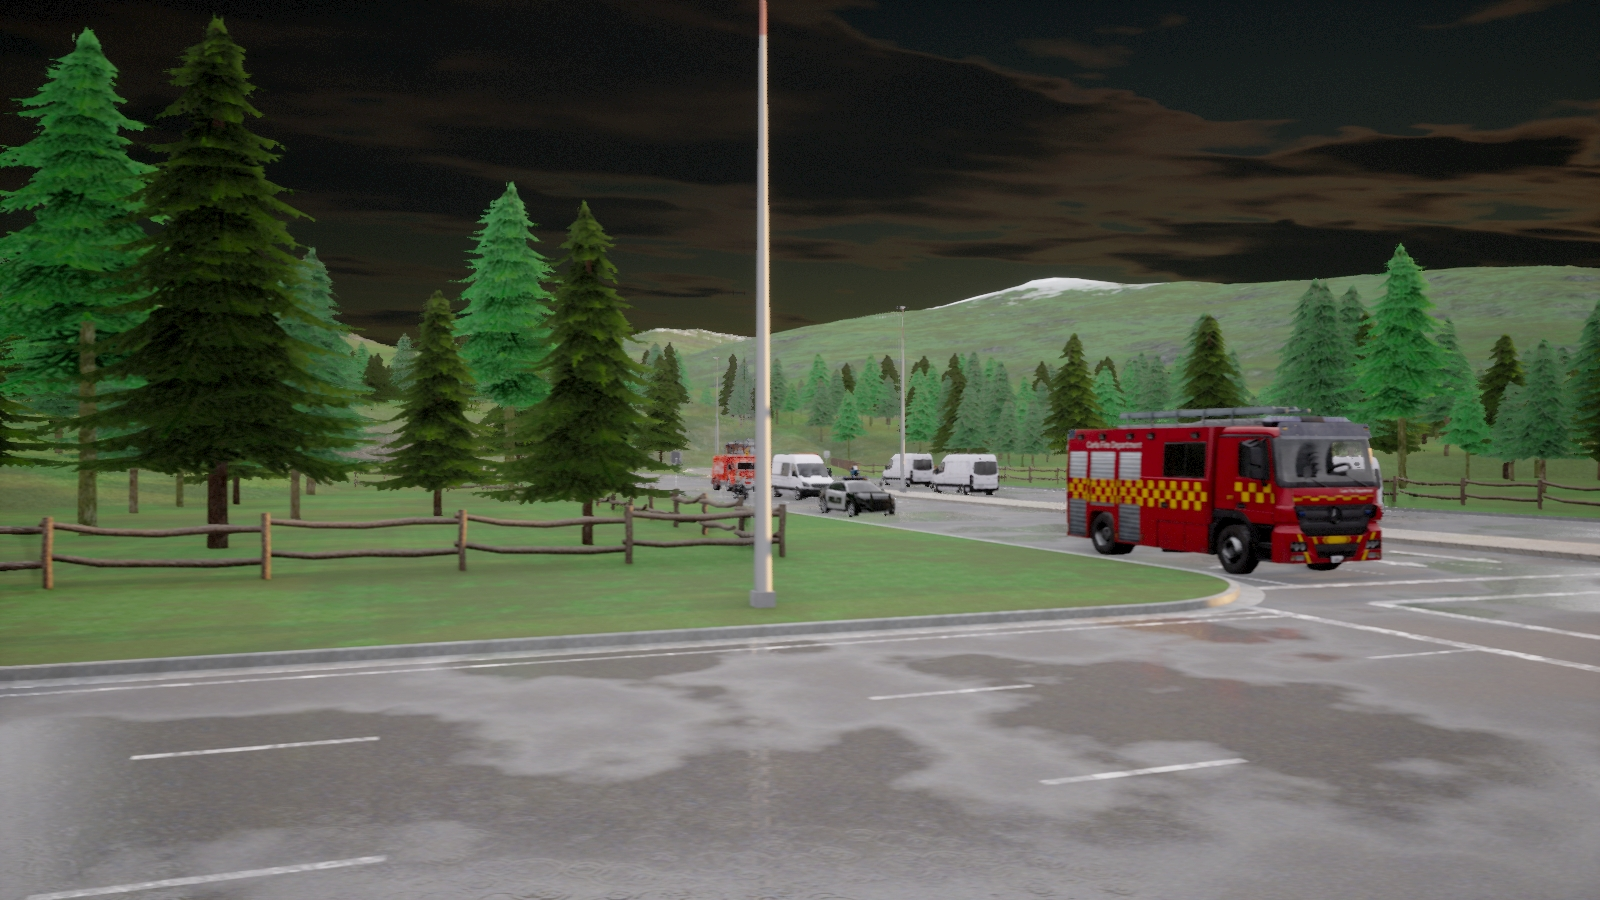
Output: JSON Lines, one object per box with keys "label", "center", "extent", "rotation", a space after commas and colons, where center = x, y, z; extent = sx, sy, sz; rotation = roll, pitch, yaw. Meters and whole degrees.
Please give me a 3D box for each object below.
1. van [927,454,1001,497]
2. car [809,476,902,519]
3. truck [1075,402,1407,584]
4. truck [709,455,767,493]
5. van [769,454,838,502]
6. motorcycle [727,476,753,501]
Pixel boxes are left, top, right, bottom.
{"label": "van", "center": [10.161, 1.535, 71.257], "extent": [1.988, 2.561, 5.915], "rotation": [0, 0, -20]}
{"label": "car", "center": [2.308, 1.983, 49.129], "extent": [2.097, 1.638, 5.238], "rotation": [0, 0, -21]}
{"label": "truck", "center": [10.482, 0.889, 28.456], "extent": [2.891, 3.827, 8.468], "rotation": [0, 0, -20]}
{"label": "truck", "center": [-4.244, 1.569, 77.487], "extent": [2.627, 2.467, 5.204], "rotation": [0, 0, -19]}
{"label": "van", "center": [0.127, 1.535, 65.212], "extent": [1.988, 2.561, 5.915], "rotation": [0, 0, -20]}
{"label": "motorcycle", "center": [-3.410, 2.155, 64.677], "extent": [0.764, 1.307, 2.356], "rotation": [0, 0, -20]}
